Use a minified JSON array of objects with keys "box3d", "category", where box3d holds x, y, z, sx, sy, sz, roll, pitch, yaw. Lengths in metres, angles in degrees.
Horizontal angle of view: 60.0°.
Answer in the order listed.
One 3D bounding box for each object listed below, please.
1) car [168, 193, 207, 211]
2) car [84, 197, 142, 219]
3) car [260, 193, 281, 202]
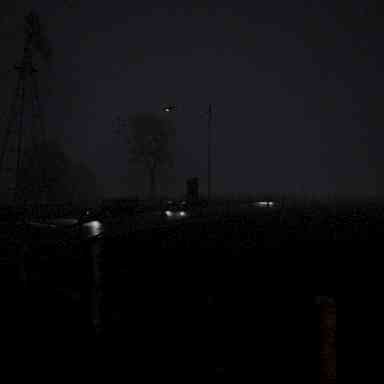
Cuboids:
[{"box3d":[-0.382,0.924,33.631,2.097,1.767,4.553,1,1,35],"category":"car"},{"box3d":[-6.023,1.204,25.676,1.837,1.490,4.892,1,2,35],"category":"car"},{"box3d":[12.013,0.856,51.016,1.994,1.385,4.181,1,1,36],"category":"car"}]
